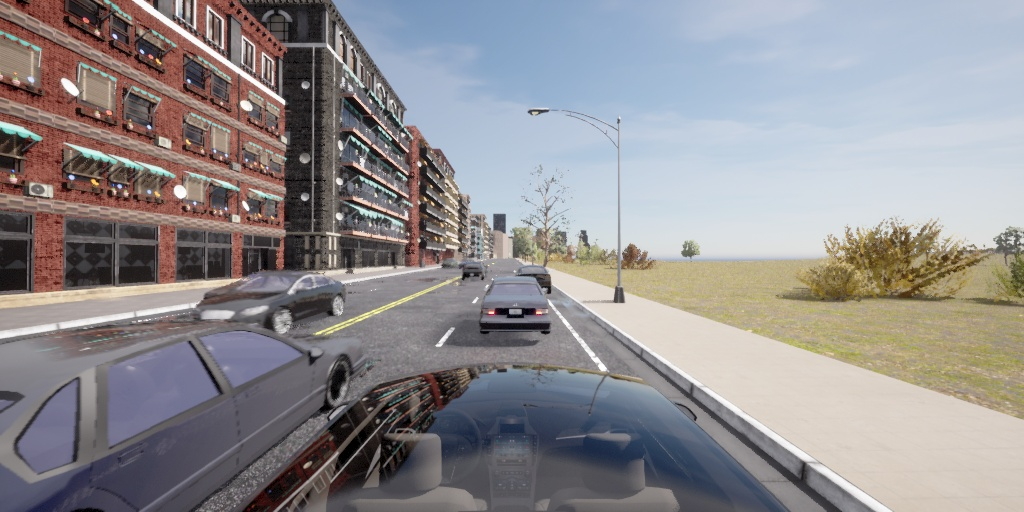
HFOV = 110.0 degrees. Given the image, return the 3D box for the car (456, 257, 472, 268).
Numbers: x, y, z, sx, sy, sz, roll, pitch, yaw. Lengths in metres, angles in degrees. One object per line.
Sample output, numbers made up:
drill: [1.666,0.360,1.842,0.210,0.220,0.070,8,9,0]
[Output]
car: [-6.649,1.102,53.408,2.097,1.767,4.553,0,0,0]

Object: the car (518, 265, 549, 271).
car: [1.116,1.230,20.339,1.882,1.535,5.008,0,0,0]

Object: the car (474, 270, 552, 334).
car: [0.092,1.299,10.575,2.033,1.411,5.357,0,0,0]

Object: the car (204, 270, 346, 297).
car: [-6.611,1.243,10.414,2.128,1.511,4.902,0,0,0]

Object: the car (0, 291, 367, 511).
car: [-3.152,1.297,3.047,2.033,1.411,5.357,0,0,0]

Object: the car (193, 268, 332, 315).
car: [-9.865,1.299,14.920,2.033,1.411,5.357,0,0,0]

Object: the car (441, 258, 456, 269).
car: [-9.896,1.102,56.969,2.097,1.767,4.553,0,0,0]

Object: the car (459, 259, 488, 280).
car: [-3.183,1.255,31.019,1.837,1.490,4.892,0,-1,0]
